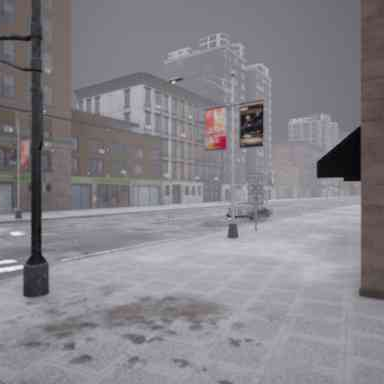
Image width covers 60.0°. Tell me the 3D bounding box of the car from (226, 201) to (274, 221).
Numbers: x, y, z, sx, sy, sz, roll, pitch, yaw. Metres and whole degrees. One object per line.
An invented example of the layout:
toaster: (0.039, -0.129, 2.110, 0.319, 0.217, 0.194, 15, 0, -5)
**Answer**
car: (4.631, 1.444, 26.063, 2.033, 1.411, 5.357, 0, 0, 35)
